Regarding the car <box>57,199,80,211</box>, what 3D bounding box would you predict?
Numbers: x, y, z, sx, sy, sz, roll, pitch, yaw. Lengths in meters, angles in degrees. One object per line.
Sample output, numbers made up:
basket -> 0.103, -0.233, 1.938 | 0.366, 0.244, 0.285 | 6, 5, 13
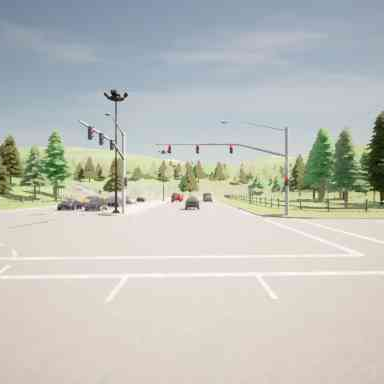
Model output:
car -> -15.058, 1.564, 41.249 | 1.994, 1.385, 4.181 | 0, 0, 1

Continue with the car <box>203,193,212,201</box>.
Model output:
car -> 3.820, 1.166, 84.439 | 2.150, 2.045, 5.566 | 0, 0, 2

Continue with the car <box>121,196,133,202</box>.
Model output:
car -> -14.877, 1.519, 76.274 | 1.895, 1.301, 4.718 | 0, 0, 1

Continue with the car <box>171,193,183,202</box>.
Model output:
car -> -3.409, 1.221, 73.853 | 2.150, 2.045, 5.566 | 0, 0, 1

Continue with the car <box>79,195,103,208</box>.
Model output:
car -> -15.057, 1.352, 49.756 | 2.097, 1.767, 4.553 | 0, 0, 0

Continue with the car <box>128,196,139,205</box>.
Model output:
car -> -11.525, 1.601, 60.751 | 1.895, 1.301, 4.718 | 0, 0, 1

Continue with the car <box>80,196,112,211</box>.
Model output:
car -> -11.570, 1.505, 40.415 | 1.837, 1.490, 4.892 | 0, 0, 0

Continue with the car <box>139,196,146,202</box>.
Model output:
car -> -11.416, 1.592, 73.264 | 1.895, 1.301, 4.718 | 0, 0, 0

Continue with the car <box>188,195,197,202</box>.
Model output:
car -> 0.095, 1.475, 74.233 | 1.882, 1.535, 5.008 | 0, 0, 1

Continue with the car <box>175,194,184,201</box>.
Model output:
car -> -3.178, 1.419, 84.598 | 1.882, 1.535, 5.008 | 0, 0, 2

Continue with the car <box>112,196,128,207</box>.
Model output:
car -> -11.561, 1.547, 50.154 | 2.033, 1.411, 5.357 | 0, 0, 0

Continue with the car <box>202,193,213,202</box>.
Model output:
car -> 3.591, 1.536, 73.814 | 2.033, 1.411, 5.357 | 0, 0, 1

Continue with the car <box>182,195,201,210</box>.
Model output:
car -> 0.032, 1.504, 43.214 | 1.837, 1.490, 4.892 | 0, 0, 0

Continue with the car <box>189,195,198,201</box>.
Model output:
car -> 0.321, 1.466, 84.503 | 2.128, 1.511, 4.902 | 0, 0, 2

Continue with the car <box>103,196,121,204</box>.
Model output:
car -> -15.001, 1.490, 62.514 | 2.128, 1.511, 4.902 | 0, 0, 1
